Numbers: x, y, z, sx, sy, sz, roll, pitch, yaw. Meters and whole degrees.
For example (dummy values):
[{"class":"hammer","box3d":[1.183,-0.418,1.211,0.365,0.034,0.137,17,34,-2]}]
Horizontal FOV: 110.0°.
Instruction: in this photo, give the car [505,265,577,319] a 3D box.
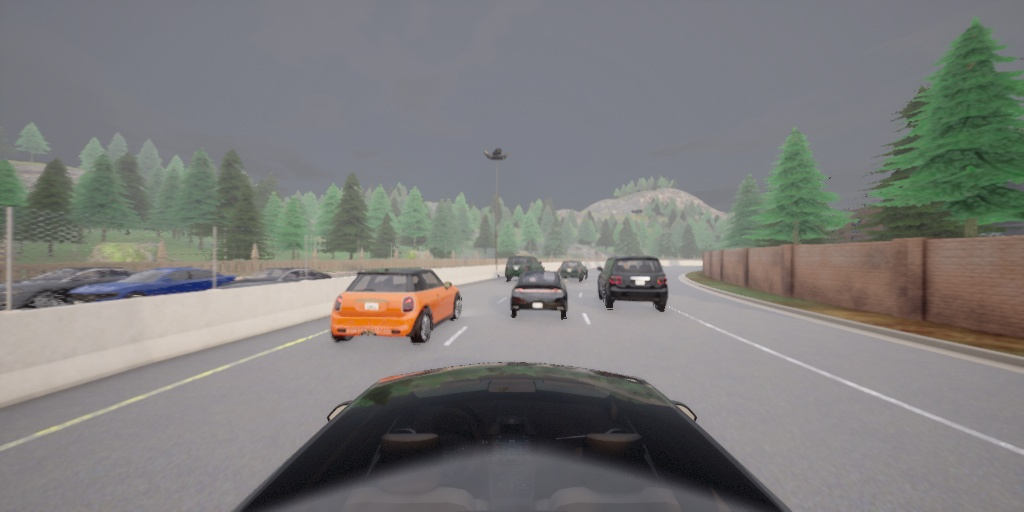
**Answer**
[{"class":"car","box3d":[1.062,1.262,13.074,2.128,1.511,4.902,0,0,7]}]

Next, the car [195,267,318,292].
[{"class":"car","box3d":[-9.479,1.214,14.704,2.128,1.511,4.902,0,0,8]}]

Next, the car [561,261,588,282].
[{"class":"car","box3d":[5.215,1.166,30.427,2.097,1.767,4.553,0,0,18]}]

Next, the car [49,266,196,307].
[{"class":"car","box3d":[-13.159,1.181,13.597,1.882,1.535,5.008,0,0,8]}]

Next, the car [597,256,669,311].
[{"class":"car","box3d":[4.848,1.013,15.000,2.150,2.045,5.566,0,0,9]}]

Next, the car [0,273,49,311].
[{"class":"car","box3d":[-16.642,1.179,13.905,2.128,1.511,4.902,0,0,8]}]

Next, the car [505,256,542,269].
[{"class":"car","box3d":[1.119,1.014,29.327,2.150,2.045,5.566,0,0,17]}]

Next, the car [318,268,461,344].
[{"class":"car","box3d":[-2.820,1.100,9.786,2.097,1.767,4.553,0,0,5]}]
